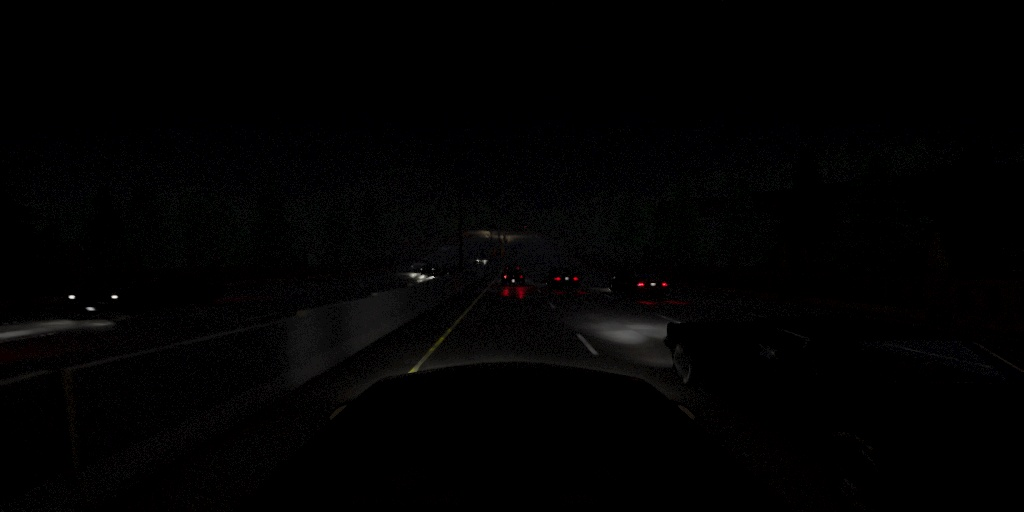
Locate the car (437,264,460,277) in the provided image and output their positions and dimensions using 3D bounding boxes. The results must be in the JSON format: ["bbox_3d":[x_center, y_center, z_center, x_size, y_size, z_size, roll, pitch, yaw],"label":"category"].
[{"bbox_3d":[-7.078,1.744,42.155,1.837,1.490,4.892,0,-1,0],"label":"car"}]

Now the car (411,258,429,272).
[{"bbox_3d":[-14.040,1.425,55.903,2.150,2.045,5.566,0,2,1],"label":"car"}]

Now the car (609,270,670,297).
[{"bbox_3d":[7.101,1.513,20.546,2.033,1.411,5.357,0,-1,0],"label":"car"}]

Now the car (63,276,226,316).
[{"bbox_3d":[-14.099,1.487,14.212,1.895,1.301,4.718,0,-1,0],"label":"car"}]

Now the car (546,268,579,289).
[{"bbox_3d":[3.600,1.581,26.006,2.033,1.411,5.357,0,-1,0],"label":"car"}]

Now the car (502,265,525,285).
[{"bbox_3d":[0.100,1.691,30.488,1.895,1.301,4.718,0,-1,0],"label":"car"}]

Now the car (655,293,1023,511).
[{"bbox_3d":[3.600,1.357,4.182,1.895,1.301,4.718,0,-1,0],"label":"car"}]

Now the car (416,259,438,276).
[{"bbox_3d":[-10.575,1.640,46.733,2.097,1.767,4.553,0,0,0],"label":"car"}]
